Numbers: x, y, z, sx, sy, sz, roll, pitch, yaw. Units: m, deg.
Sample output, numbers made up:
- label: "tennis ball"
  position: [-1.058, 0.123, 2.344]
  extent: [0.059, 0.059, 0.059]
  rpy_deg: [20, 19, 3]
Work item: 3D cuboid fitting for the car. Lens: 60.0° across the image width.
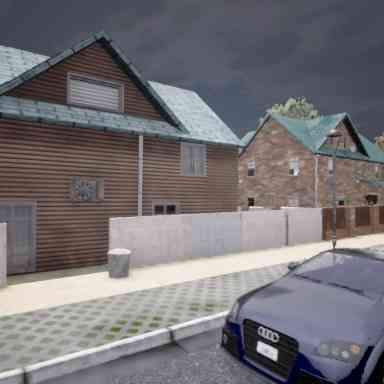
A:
- label: "car"
  position: [2.448, 1.565, 4.828]
  extent: [4.181, 1.385, 1.994]
  rpy_deg: [0, 0, -36]
